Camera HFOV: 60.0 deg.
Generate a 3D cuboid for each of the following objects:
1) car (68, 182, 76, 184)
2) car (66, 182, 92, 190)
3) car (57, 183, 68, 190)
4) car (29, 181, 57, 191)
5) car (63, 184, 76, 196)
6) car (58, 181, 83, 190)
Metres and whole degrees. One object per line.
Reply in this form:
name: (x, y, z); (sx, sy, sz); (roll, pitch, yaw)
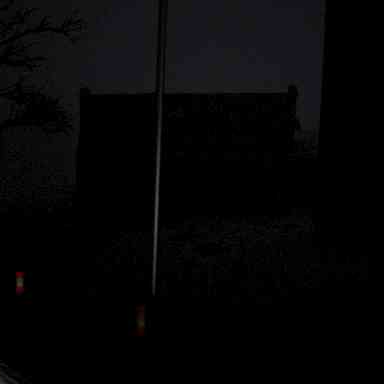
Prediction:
car: (-26.651, -1.199, 67.769); (4.674, 1.452, 2.002); (3, 2, 20)
car: (-24.766, -1.376, 72.954); (4.892, 1.521, 2.231); (3, 2, 20)
car: (-27.602, -1.173, 65.182); (5.008, 1.535, 2.097); (3, 2, 20)
car: (-28.509, -1.233, 62.570); (4.553, 1.767, 2.185); (3, 2, 20)
car: (-16.585, -0.054, 49.342); (1.994, 1.385, 4.181); (3, 2, 17)
car: (-25.673, -1.431, 70.342); (4.553, 1.767, 2.185); (3, 2, 20)
